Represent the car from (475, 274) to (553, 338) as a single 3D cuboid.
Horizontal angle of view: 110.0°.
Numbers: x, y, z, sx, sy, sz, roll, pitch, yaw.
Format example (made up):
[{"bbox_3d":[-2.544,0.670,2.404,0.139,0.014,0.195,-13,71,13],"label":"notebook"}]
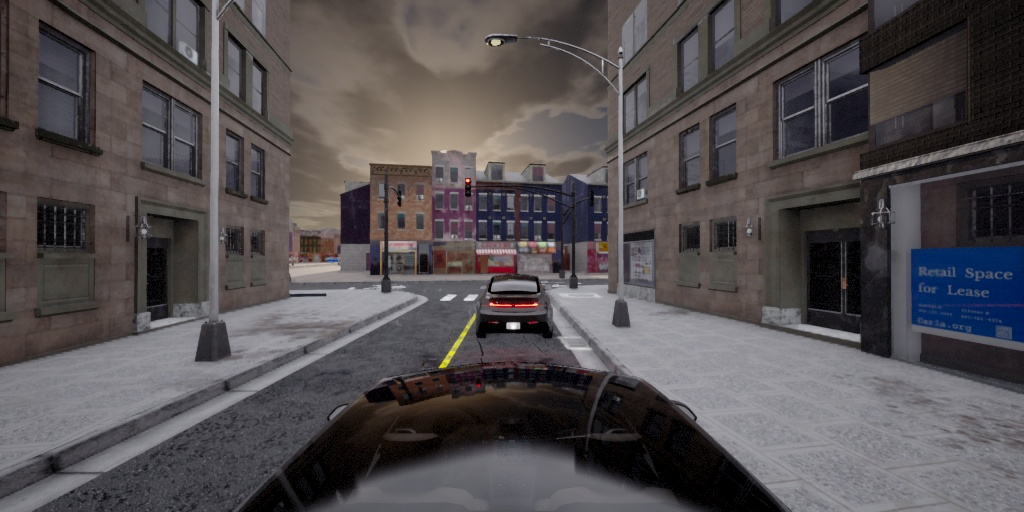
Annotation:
[{"bbox_3d":[0.100,1.256,10.148,1.837,1.490,4.892,0,0,2],"label":"car"}]
